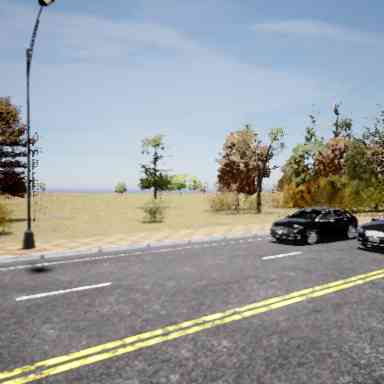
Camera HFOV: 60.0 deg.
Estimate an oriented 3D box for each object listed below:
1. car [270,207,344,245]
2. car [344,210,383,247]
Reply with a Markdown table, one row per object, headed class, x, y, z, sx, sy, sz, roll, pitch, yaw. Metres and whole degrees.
| class | x | y | z | sx | sy | sz | roll | pitch | yaw |
| --- | --- | --- | --- | --- | --- | --- | --- | --- | --- |
| car | 5.722 | 1.464 | 15.352 | 4.892 | 1.490 | 1.837 | 0 | 0 | -33 |
| car | 8.653 | 1.450 | 13.386 | 4.902 | 1.511 | 2.128 | 0 | 0 | -33 |
